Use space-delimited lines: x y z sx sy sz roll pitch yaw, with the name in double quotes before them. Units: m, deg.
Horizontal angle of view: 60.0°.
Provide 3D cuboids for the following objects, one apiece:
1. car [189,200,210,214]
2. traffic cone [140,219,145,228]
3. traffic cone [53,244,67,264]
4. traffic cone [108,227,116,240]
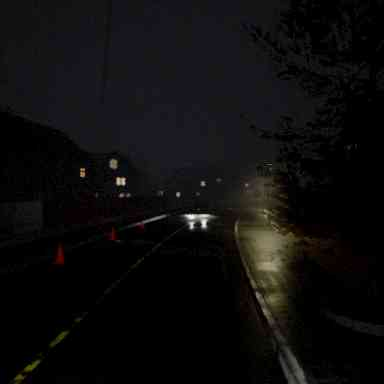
"car" 0.822 1.510 34.266 1.994 1.385 4.181 0 0 6
"traffic cone" -3.107 1.940 20.682 0.340 0.580 0.340 0 0 8
"traffic cone" -4.195 1.950 10.583 0.340 0.580 0.340 0 0 4
"traffic cone" -3.732 1.947 15.641 0.340 0.580 0.340 0 0 6
